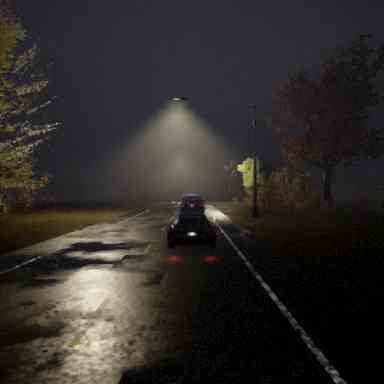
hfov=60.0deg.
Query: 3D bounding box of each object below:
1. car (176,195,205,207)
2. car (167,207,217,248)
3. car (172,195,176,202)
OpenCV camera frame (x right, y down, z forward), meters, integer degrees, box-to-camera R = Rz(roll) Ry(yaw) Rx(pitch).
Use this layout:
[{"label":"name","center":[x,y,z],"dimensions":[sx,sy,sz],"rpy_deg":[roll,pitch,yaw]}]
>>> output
[{"label":"car","center":[0.000,1.250,29.680],"dimensions":[2.150,2.045,5.566],"rpy_deg":[0,0,0]},{"label":"car","center":[0.000,1.569,14.650],"dimensions":[1.994,1.385,4.181],"rpy_deg":[0,0,0]},{"label":"car","center":[-3.500,1.453,75.955],"dimensions":[2.033,1.411,5.357],"rpy_deg":[0,0,0]}]
